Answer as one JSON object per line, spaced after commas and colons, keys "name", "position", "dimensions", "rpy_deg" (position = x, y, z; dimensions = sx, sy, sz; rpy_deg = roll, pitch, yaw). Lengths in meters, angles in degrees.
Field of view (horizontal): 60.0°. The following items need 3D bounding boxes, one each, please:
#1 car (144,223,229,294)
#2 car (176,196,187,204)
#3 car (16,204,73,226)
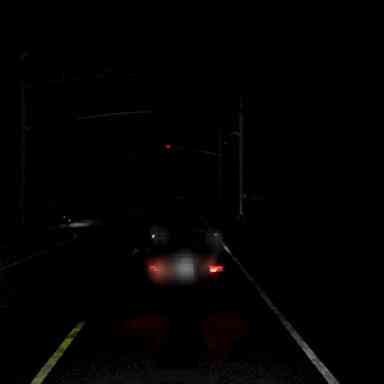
{"name": "car", "position": [-0.175, 1.547, 8.963], "dimensions": [2.033, 1.411, 5.357], "rpy_deg": [0, 0, -1]}
{"name": "car", "position": [-1.982, 1.525, 63.433], "dimensions": [1.812, 1.442, 4.674], "rpy_deg": [0, 0, -2]}
{"name": "car", "position": [-10.939, 1.532, 22.336], "dimensions": [5.357, 1.411, 2.033], "rpy_deg": [0, 0, -3]}
